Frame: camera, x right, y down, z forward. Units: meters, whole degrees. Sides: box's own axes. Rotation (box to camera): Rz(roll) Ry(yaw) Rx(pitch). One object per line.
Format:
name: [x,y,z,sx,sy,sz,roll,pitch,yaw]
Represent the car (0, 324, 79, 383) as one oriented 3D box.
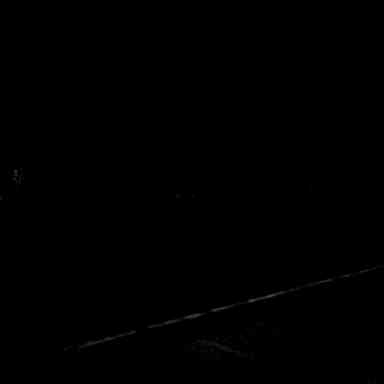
car: [-2.961,1.597,1.634,4.718,1.301,1.895,0,0,-36]
